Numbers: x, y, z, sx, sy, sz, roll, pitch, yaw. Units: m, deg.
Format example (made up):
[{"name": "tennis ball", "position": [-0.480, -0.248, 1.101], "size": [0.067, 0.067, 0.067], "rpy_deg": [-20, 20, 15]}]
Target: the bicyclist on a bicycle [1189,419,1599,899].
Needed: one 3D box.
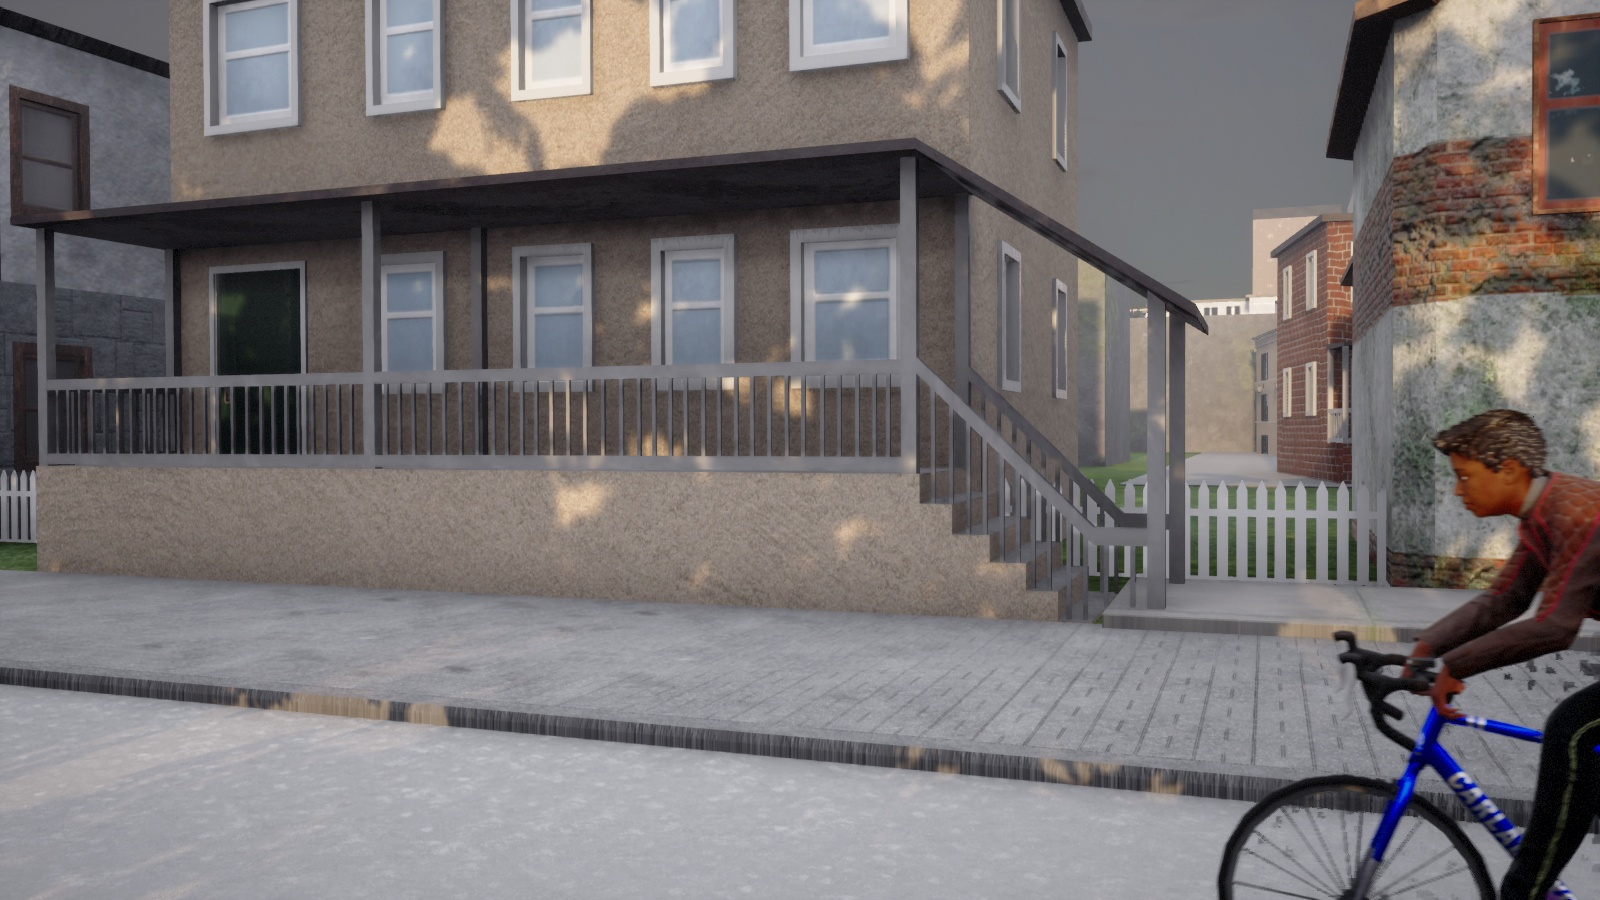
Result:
[{"name": "bicyclist on a bicycle", "position": [1.849, 0.737, 3.106], "size": [1.656, 1.620, 0.582], "rpy_deg": [0, 1, 21]}]
